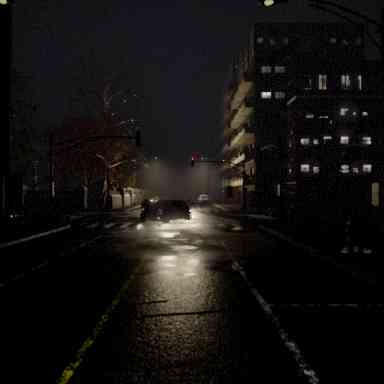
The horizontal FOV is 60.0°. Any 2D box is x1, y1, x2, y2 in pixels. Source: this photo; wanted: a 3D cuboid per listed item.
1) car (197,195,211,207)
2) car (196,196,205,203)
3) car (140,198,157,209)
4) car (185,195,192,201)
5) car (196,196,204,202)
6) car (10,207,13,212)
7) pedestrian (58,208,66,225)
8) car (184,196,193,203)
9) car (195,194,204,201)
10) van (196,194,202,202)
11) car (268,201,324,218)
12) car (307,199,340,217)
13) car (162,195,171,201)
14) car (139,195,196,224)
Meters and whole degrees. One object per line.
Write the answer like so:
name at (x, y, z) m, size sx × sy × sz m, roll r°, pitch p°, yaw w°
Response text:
car at (2.157, 1.600, 53.212) m, size 1.887 × 1.381 × 4.507 m, roll 0°, pitch 0°, yaw -1°
car at (1.928, 1.653, 75.733) m, size 2.008 × 1.369 × 4.403 m, roll 0°, pitch 0°, yaw -1°
car at (-6.166, 1.612, 47.498) m, size 1.947 × 1.339 × 4.313 m, roll 0°, pitch 0°, yaw -1°
car at (-0.874, 1.506, 86.689) m, size 1.837 × 1.490 × 4.892 m, roll 0°, pitch 0°, yaw -1°
car at (1.871, 1.660, 81.362) m, size 1.887 × 1.381 × 4.507 m, roll 0°, pitch 0°, yaw -1°
car at (-18.591, 1.263, 28.938) m, size 5.357 × 1.411 × 2.033 m, roll 1°, pitch 0°, yaw -1°
pedestrian at (-8.171, 1.535, 21.153) m, size 0.500 × 1.100 × 0.500 m, roll 0°, pitch 0°, yaw -1°
car at (-0.770, 1.642, 76.270) m, size 2.033 × 1.411 × 5.357 m, roll 0°, pitch 0°, yaw -1°
car at (1.815, 1.445, 86.992) m, size 2.192 × 1.841 × 5.009 m, roll 0°, pitch 0°, yaw -1°
van at (2.100, 1.407, 58.843) m, size 1.690 × 1.788 × 3.998 m, roll 0°, pitch 0°, yaw -1°
car at (9.925, 1.842, 32.564) m, size 4.718 × 1.301 × 1.895 m, roll 1°, pitch 0°, yaw -3°
car at (13.111, 1.627, 35.370) m, size 5.009 × 1.841 × 2.192 m, roll 1°, pitch -1°, yaw -1°
car at (-6.565, 1.570, 86.907) m, size 1.967 × 1.590 × 4.097 m, roll 0°, pitch 0°, yaw -1°
car at (-1.950, 1.359, 24.992) m, size 2.097 × 1.767 × 4.553 m, roll 1°, pitch 0°, yaw 30°
